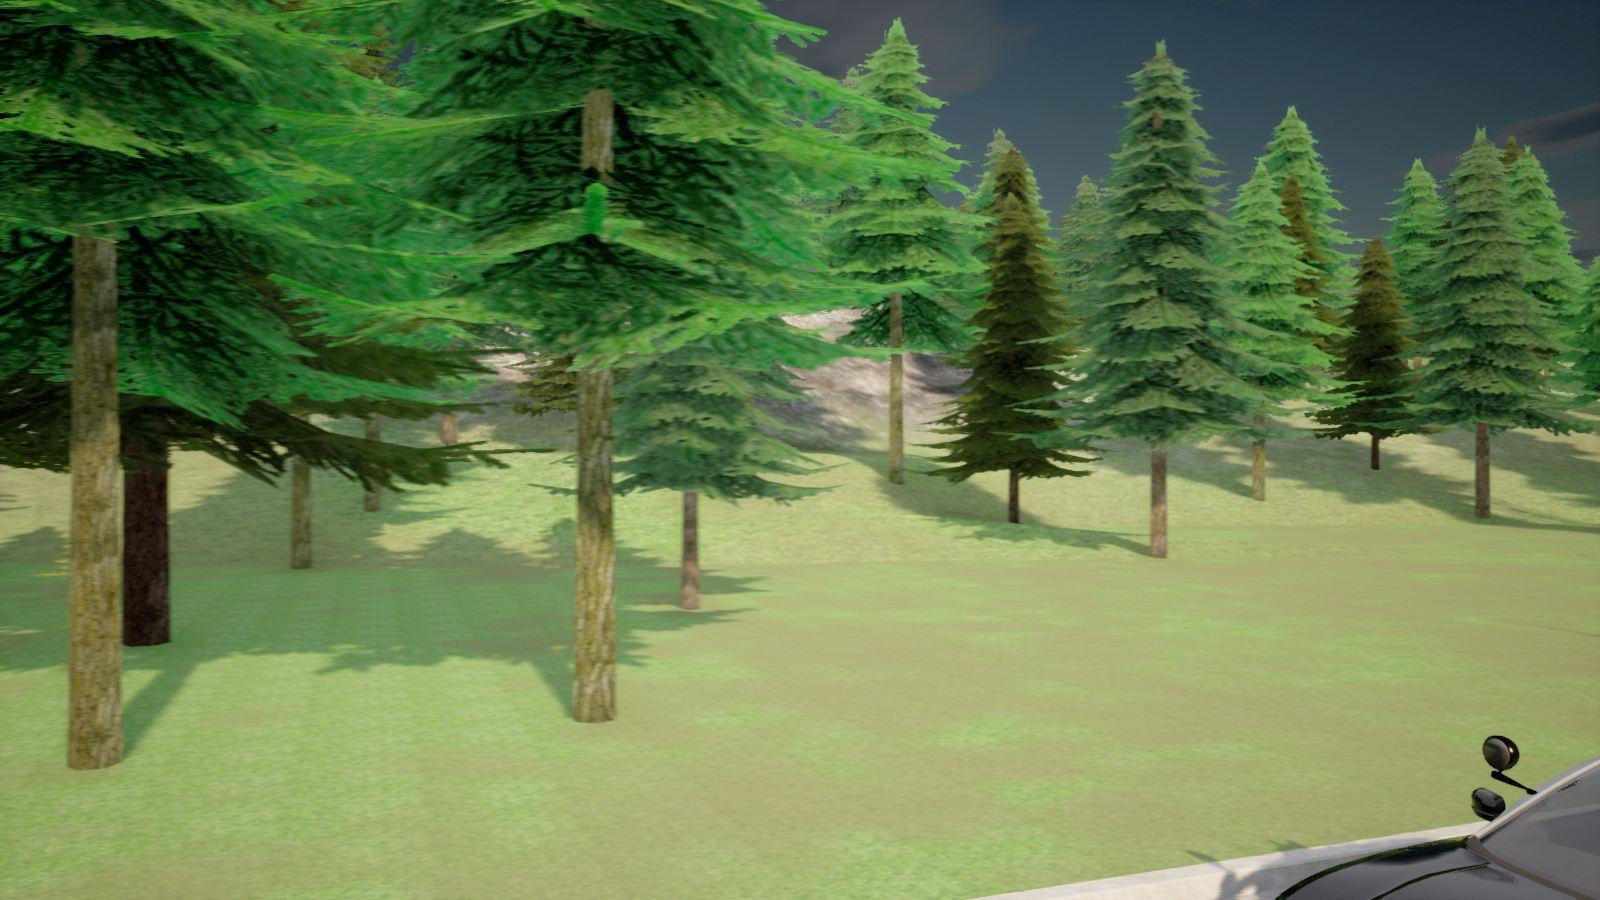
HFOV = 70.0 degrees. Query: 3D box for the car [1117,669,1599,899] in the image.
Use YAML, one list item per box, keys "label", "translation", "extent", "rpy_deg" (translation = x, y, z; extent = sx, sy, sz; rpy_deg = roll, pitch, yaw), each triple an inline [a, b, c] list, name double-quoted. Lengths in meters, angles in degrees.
- label: "car"
  translation: [4.220, 1.982, 4.950]
  extent: [5.238, 1.638, 2.097]
  rpy_deg: [0, 0, -20]
